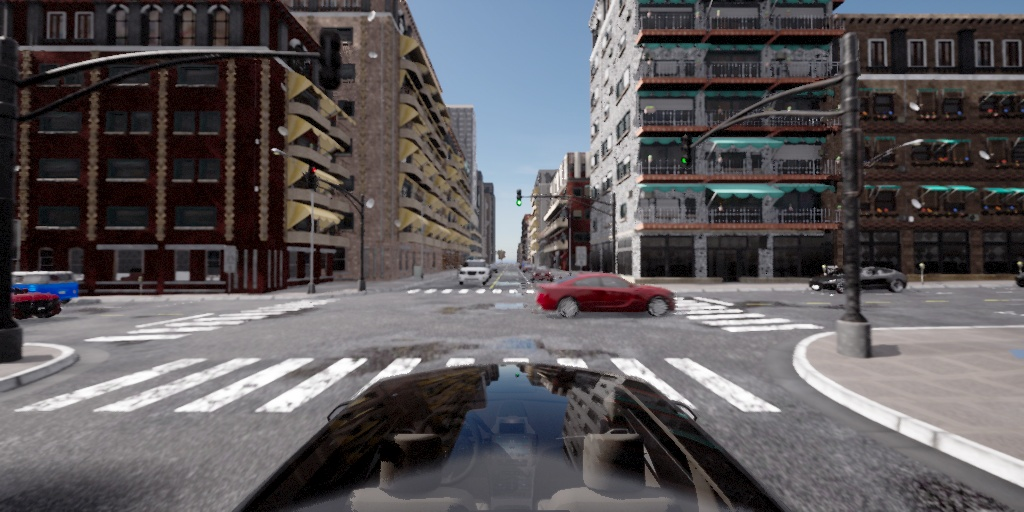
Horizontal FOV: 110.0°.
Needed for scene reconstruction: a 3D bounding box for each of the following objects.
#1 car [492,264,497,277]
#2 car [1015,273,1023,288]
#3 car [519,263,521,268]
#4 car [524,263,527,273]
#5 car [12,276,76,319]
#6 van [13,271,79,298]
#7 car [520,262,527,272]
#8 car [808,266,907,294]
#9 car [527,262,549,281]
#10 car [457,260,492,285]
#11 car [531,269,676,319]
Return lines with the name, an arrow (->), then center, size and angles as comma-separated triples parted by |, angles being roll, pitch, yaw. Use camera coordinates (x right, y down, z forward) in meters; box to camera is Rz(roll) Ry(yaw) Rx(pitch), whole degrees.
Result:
car -> -3.122, 1.724, 40.287 | 2.128, 1.511, 4.902 | 0, -1, 0
car -> 29.583, 1.046, 18.936 | 4.313, 1.339, 1.948 | 0, 0, 0
car -> 2.650, 2.081, 61.091 | 1.802, 1.307, 4.207 | 0, 0, 0
car -> 2.664, 1.768, 38.956 | 2.007, 1.370, 4.403 | 0, 0, 0
car -> -19.550, 1.665, 12.974 | 5.008, 1.535, 1.882 | -1, -1, 0
van -> -25.380, 1.708, 18.755 | 3.998, 1.789, 1.690 | 0, 0, 0
car -> 2.653, 2.010, 55.558 | 1.802, 1.307, 4.207 | 0, 0, 0
car -> 18.257, 1.228, 18.998 | 4.313, 1.339, 1.948 | 0, 0, 0
car -> 2.668, 1.587, 33.422 | 1.967, 1.591, 4.097 | 0, 0, 0
car -> -3.118, 1.329, 30.335 | 2.150, 2.045, 5.566 | 0, -1, 0
car -> 3.343, 1.364, 13.101 | 5.008, 1.535, 1.882 | 0, -1, 0
